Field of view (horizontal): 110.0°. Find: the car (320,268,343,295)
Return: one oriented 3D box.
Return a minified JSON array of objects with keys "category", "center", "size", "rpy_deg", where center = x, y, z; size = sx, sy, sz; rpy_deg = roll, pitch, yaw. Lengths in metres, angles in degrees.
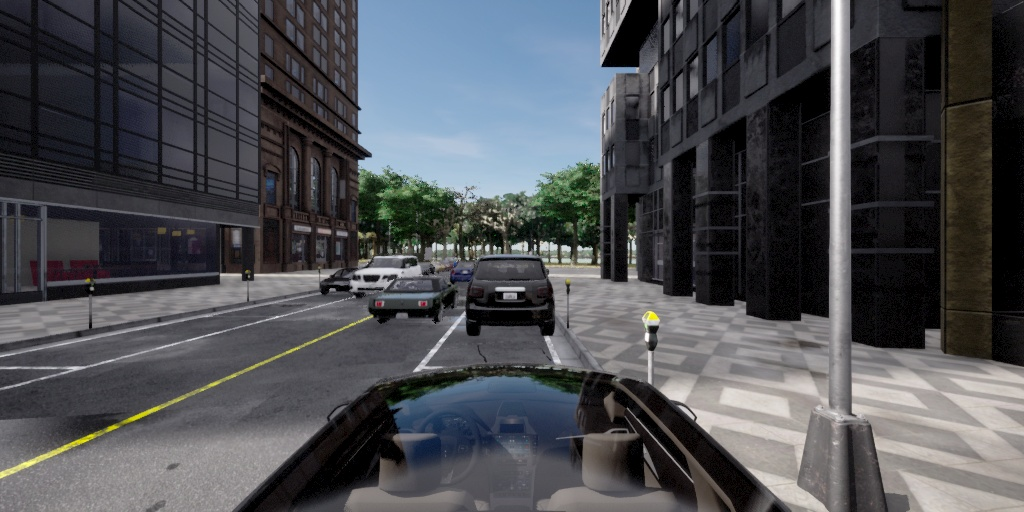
[{"category":"car","center":[-8.908,1.317,19.986],"size":[1.948,1.339,4.313],"rpy_deg":[0,0,0]}]

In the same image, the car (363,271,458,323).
[{"category":"car","center":[-3.037,1.351,12.118],"size":[1.895,1.301,4.718],"rpy_deg":[0,0,0]}]

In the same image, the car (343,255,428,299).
[{"category":"car","center":[-6.247,0.972,18.579],"size":[2.150,2.045,5.566],"rpy_deg":[0,0,0]}]

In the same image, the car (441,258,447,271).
[{"category":"car","center":[-8.908,1.284,41.566],"size":[1.751,1.417,4.829],"rpy_deg":[0,0,0]}]

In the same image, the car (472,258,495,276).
[{"category":"car","center":[-3.049,1.110,38.916],"size":[2.097,1.767,4.553],"rpy_deg":[0,0,0]}]

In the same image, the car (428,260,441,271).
[{"category":"car","center":[-8.908,1.322,36.298],"size":[1.948,1.339,4.313],"rpy_deg":[0,0,0]}]

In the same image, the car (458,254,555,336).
[{"category":"car","center":[-0.039,0.970,10.530],"size":[2.150,2.045,5.566],"rpy_deg":[0,0,0]}]

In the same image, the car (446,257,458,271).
[{"category":"car","center":[-3.145,1.105,26.129],"size":[2.097,1.767,4.553],"rpy_deg":[0,0,0]}]
